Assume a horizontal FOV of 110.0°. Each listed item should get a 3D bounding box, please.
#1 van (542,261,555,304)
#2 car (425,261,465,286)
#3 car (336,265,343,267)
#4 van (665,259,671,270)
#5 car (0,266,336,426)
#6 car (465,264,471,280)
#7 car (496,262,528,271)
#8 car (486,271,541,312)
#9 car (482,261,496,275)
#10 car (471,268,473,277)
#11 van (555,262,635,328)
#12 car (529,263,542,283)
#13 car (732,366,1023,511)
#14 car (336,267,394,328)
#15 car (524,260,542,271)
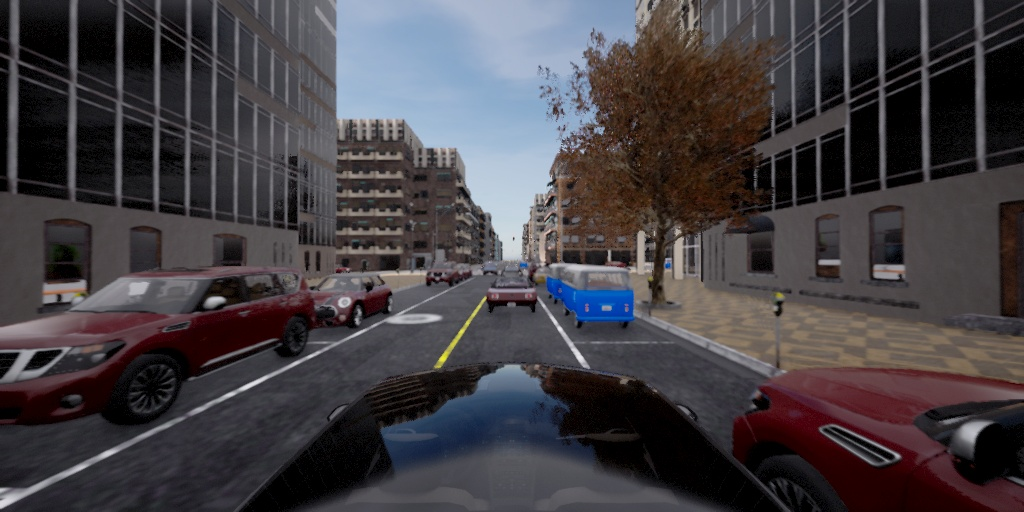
[{"bbox_3d":[2.556,1.252,17.074,1.690,1.789,3.998,0,0,0],"label":"van"},{"bbox_3d":[-5.330,1.343,28.164,2.192,1.841,5.009,0,0,0],"label":"car"},{"bbox_3d":[-26.186,2.074,54.236,4.097,1.591,1.967,0,0,0],"label":"car"},{"bbox_3d":[22.932,1.303,54.287,3.998,1.789,1.690,0,0,0],"label":"van"},{"bbox_3d":[-5.318,1.110,5.975,2.192,1.841,5.009,0,0,0],"label":"car"},{"bbox_3d":[-5.333,1.525,33.711,1.967,1.591,4.097,0,0,0],"label":"car"},{"bbox_3d":[0.001,1.543,30.342,2.128,1.511,4.902,0,0,0],"label":"car"},{"bbox_3d":[0.006,1.492,15.086,1.895,1.301,4.718,0,-1,0],"label":"car"},{"bbox_3d":[-2.783,1.772,46.975,2.033,1.411,5.357,0,-1,0],"label":"car"},{"bbox_3d":[-5.426,1.583,39.255,1.967,1.591,4.097,0,0,0],"label":"car"},{"bbox_3d":[2.559,1.194,11.527,1.690,1.789,3.998,0,0,0],"label":"van"},{"bbox_3d":[2.550,1.553,28.339,1.751,1.417,4.829,0,0,0],"label":"car"},{"bbox_3d":[2.569,1.051,0.431,2.192,1.841,5.009,0,0,0],"label":"car"},{"bbox_3d":[-5.321,1.294,11.523,1.967,1.591,4.097,0,0,0],"label":"car"},{"bbox_3d":[2.547,1.400,33.716,2.192,1.841,5.009,0,0,0],"label":"car"}]
